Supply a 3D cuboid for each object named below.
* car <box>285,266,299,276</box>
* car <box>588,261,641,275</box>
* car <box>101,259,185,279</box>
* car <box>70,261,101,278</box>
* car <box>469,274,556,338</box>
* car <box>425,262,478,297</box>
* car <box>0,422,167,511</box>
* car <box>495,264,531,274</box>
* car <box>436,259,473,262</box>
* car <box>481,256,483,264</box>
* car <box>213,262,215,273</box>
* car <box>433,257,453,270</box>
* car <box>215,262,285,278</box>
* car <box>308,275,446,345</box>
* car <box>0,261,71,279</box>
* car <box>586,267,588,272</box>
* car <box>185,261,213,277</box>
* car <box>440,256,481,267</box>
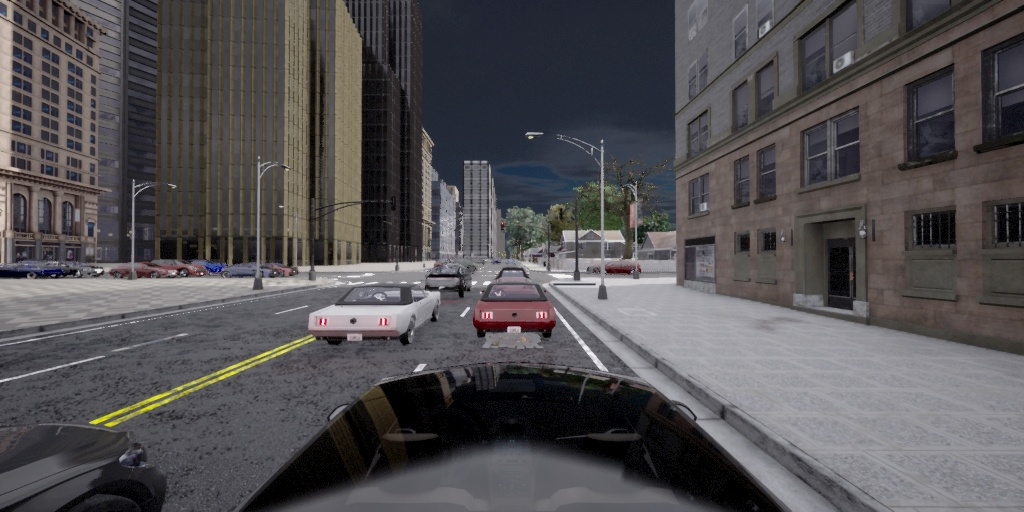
[{"bbox_3d":[-22.832,1.304,34.224,4.181,1.385,1.994,0,-1,-3],"label":"car"},{"bbox_3d":[11.061,1.249,37.994,5.008,1.535,1.882,0,-1,0],"label":"car"},{"bbox_3d":[-31.216,1.232,30.449,4.674,1.442,1.812,0,-1,-4],"label":"car"},{"bbox_3d":[-40.587,1.228,32.886,4.902,1.511,2.128,0,-1,-6],"label":"car"},{"bbox_3d":[0.052,1.350,10.183,1.895,1.301,4.718,0,0,0],"label":"car"},{"bbox_3d":[-3.209,1.243,18.715,2.128,1.511,4.902,0,0,0],"label":"car"},{"bbox_3d":[-3.141,1.275,0.319,1.812,1.442,4.674,0,0,0],"label":"car"},{"bbox_3d":[0.038,1.315,18.940,1.994,1.385,4.181,0,0,0],"label":"car"},{"bbox_3d":[-5.372,1.260,29.792,1.812,1.442,4.674,-2,0,22],"label":"car"},{"bbox_3d":[-6.779,1.257,64.586,1.837,1.490,4.892,0,0,0],"label":"car"},{"bbox_3d":[-32.492,1.252,37.074,5.008,1.535,1.882,0,-1,-4],"label":"car"},{"bbox_3d":[-10.020,1.104,52.619,2.097,1.767,4.553,0,0,0],"label":"car"},{"bbox_3d":[-22.543,1.271,30.983,4.181,1.385,1.994,0,-1,-3],"label":"car"},{"bbox_3d":[-3.181,1.352,9.462,1.895,1.301,4.718,0,0,0],"label":"car"},{"bbox_3d":[-40.383,1.305,29.649,4.718,1.301,1.895,0,-1,-6],"label":"car"},{"bbox_3d":[10.695,1.368,41.263,4.181,1.385,1.994,0,-1,1],"label":"car"},{"bbox_3d":[-31.516,1.091,33.683,4.553,1.767,2.097,0,-1,-5],"label":"car"},{"bbox_3d":[-6.249,1.116,41.348,4.553,1.767,2.097,0,0,0],"label":"car"}]
